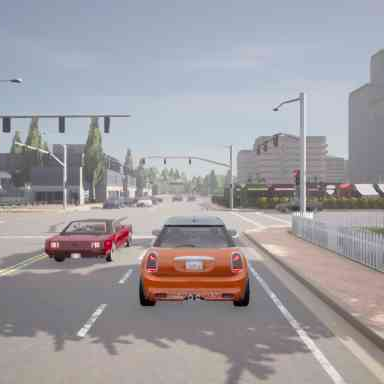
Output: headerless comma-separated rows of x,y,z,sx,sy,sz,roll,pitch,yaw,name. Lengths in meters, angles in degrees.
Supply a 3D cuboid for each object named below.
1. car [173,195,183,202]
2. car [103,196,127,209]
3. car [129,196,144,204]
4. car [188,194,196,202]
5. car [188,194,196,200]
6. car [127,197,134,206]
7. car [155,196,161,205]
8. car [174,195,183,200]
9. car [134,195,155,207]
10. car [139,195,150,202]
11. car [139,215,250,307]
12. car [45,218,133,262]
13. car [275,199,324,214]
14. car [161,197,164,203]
-3.546,1.513,77.820,1.812,1.442,4.674,0,0,0,car
-10.620,1.352,45.192,2.097,1.767,4.553,0,0,0,car
-10.586,1.564,63.775,1.994,1.385,4.181,0,0,1,car
-0.046,1.531,77.503,2.033,1.411,5.357,0,0,0,car
-0.052,1.398,87.778,2.128,1.511,4.902,0,0,0,car
-10.622,1.564,53.803,1.994,1.385,4.181,0,0,0,car
-7.107,1.505,59.332,1.837,1.490,4.892,0,0,0,car
-3.552,1.425,87.774,1.994,1.385,4.181,0,0,0,car
-7.115,1.526,50.226,1.812,1.442,4.674,0,0,0,car
-10.544,1.500,74.008,1.837,1.490,4.892,0,0,0,car
0.059,1.352,8.167,2.097,1.767,4.553,0,0,0,car
-3.423,1.601,12.061,1.895,1.301,4.718,0,0,0,car
11.251,1.491,34.829,4.902,1.511,2.128,0,0,-1,car
-7.041,1.595,69.411,1.895,1.301,4.718,0,0,0,car
